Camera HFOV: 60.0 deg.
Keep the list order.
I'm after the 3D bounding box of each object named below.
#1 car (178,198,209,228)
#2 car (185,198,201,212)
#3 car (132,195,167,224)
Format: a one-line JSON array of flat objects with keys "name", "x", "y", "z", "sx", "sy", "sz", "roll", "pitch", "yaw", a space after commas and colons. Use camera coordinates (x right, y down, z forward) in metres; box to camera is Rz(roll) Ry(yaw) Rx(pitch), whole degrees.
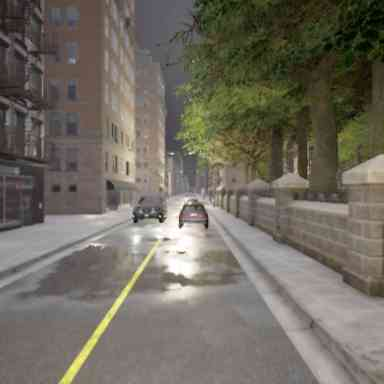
[{"name": "car", "x": 0.097, "y": 1.457, "z": 22.433, "sx": 2.033, "sy": 1.649, "sz": 4.856, "roll": 0, "pitch": 0, "yaw": 0}, {"name": "car", "x": 0.094, "y": 1.550, "z": 40.519, "sx": 1.837, "sy": 1.490, "sz": 4.892, "roll": 0, "pitch": 0, "yaw": 0}, {"name": "car", "x": -3.099, "y": 1.252, "z": 25.514, "sx": 2.150, "sy": 2.045, "sz": 5.566, "roll": 0, "pitch": 0, "yaw": 0}]
